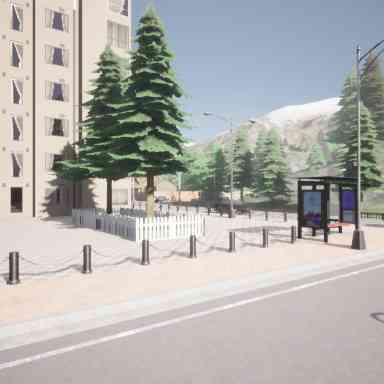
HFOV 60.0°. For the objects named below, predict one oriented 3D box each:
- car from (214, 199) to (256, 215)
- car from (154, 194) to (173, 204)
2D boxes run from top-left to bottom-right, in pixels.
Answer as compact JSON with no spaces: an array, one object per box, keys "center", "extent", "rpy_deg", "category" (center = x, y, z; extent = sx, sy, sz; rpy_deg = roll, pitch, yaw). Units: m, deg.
[{"center":[4.328,1.493,33.844],"extent":[1.882,1.535,5.008],"rpy_deg":[0,0,-35],"category":"car"},{"center":[-4.504,1.130,46.588],"extent":[1.837,1.490,4.892],"rpy_deg":[0,0,-35],"category":"car"}]
